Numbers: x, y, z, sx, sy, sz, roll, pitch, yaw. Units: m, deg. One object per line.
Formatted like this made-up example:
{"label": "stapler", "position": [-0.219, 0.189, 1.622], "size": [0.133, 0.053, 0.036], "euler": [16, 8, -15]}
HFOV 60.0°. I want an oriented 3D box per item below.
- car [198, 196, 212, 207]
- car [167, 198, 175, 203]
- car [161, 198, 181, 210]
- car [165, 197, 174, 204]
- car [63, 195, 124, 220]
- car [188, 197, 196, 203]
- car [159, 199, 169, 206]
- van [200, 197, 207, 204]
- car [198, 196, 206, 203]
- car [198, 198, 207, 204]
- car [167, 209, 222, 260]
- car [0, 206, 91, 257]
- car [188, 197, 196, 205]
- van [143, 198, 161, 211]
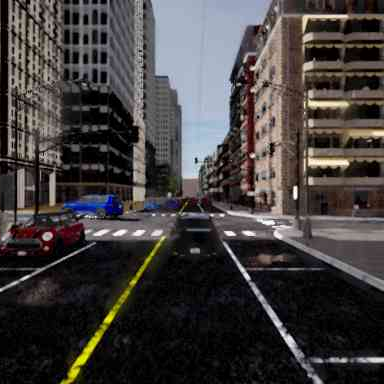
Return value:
{"label": "car", "position": [2.691, 1.816, 62.255], "size": [2.192, 1.841, 5.009], "euler": [0, 0, 0]}
{"label": "car", "position": [-5.688, 2.262, 89.836], "size": [1.752, 1.417, 4.829], "euler": [0, 0, 0]}
{"label": "car", "position": [-3.078, 1.867, 48.767], "size": [1.882, 1.535, 5.008], "euler": [0, 0, 0]}
{"label": "car", "position": [-5.688, 2.130, 84.456], "size": [1.967, 1.590, 4.097], "euler": [0, 0, 0]}
{"label": "car", "position": [-8.775, 1.310, 29.352], "size": [5.566, 2.045, 2.150], "euler": [1, -1, 16]}
{"label": "car", "position": [0.005, 2.023, 85.101], "size": [1.882, 1.535, 5.008], "euler": [0, 0, 0]}
{"label": "car", "position": [-5.688, 2.072, 67.633], "size": [1.752, 1.417, 4.829], "euler": [0, 0, 0]}
{"label": "van", "position": [2.692, 1.983, 78.907], "size": [1.690, 1.788, 3.998], "euler": [0, 0, 0]}
{"label": "car", "position": [2.692, 2.053, 90.008], "size": [2.192, 1.841, 5.009], "euler": [0, -1, 0]}
{"label": "car", "position": [2.693, 2.240, 84.455], "size": [2.008, 1.369, 4.403], "euler": [0, 0, 0]}
{"label": "car", "position": [0.100, 1.605, 12.798], "size": [1.837, 1.490, 4.892], "euler": [0, -1, 0]}
{"label": "car", "position": [-5.691, 1.543, 13.128], "size": [1.967, 1.590, 4.097], "euler": [0, 0, 0]}
{"label": "car", "position": [0.007, 2.155, 75.094], "size": [1.994, 1.385, 4.181], "euler": [0, 0, 0]}
{"label": "van", "position": [-5.689, 1.704, 45.602], "size": [1.690, 1.788, 3.998], "euler": [0, 0, 0]}
